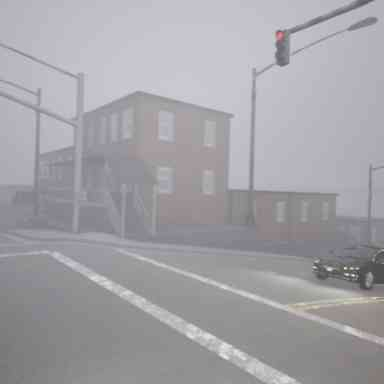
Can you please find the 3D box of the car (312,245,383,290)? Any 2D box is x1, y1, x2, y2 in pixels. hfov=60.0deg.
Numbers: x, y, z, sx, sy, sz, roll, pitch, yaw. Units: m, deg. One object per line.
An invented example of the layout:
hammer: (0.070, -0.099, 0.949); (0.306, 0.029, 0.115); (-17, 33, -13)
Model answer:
car: (6.597, 2.810, 12.811); (4.892, 1.490, 1.837); (13, -7, -37)
